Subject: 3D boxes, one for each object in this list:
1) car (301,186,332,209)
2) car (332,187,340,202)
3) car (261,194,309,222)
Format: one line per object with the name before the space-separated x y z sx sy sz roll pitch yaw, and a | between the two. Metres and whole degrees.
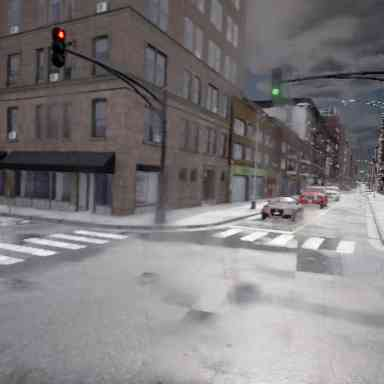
car | 12.139 0.462 32.934 2.150 2.045 5.566 4 2 27
car | 20.202 0.239 48.348 2.150 2.045 5.566 4 2 28
car | 5.714 0.990 20.588 1.994 1.385 4.181 4 3 27
